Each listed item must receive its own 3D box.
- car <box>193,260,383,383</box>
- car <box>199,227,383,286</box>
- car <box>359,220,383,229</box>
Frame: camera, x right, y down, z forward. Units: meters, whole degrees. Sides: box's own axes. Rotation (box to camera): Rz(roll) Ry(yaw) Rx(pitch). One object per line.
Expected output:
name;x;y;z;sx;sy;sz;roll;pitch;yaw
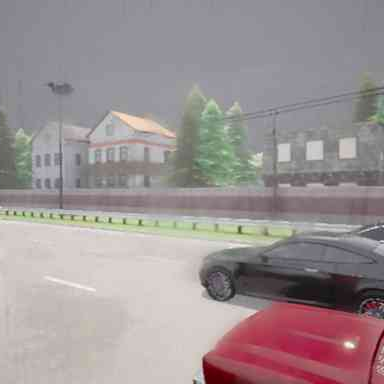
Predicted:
car;2.339;1.601;2.324;4.718;1.301;1.895;0;0;35
car;2.338;1.526;6.607;4.674;1.442;1.812;0;0;35
car;5.300;1.505;8.810;4.892;1.490;1.837;0;0;35
